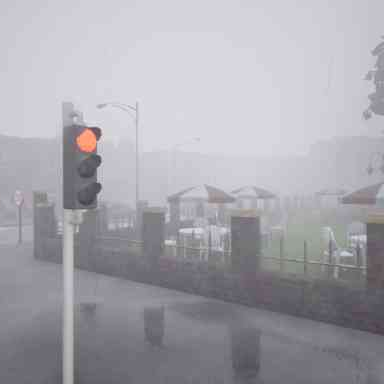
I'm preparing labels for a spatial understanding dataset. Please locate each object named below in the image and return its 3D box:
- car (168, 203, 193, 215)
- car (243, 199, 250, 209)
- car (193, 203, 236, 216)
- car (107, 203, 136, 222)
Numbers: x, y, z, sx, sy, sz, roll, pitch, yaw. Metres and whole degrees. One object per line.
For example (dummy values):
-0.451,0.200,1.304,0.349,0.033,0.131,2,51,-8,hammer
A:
-0.446,1.505,34.450,1.837,1.490,4.892,0,0,35,car
5.570,1.478,42.730,1.882,1.535,5.008,0,0,42,car
2.428,1.601,31.242,1.895,1.301,4.718,0,0,35,car
-6.316,1.564,26.187,1.994,1.385,4.181,0,0,35,car
